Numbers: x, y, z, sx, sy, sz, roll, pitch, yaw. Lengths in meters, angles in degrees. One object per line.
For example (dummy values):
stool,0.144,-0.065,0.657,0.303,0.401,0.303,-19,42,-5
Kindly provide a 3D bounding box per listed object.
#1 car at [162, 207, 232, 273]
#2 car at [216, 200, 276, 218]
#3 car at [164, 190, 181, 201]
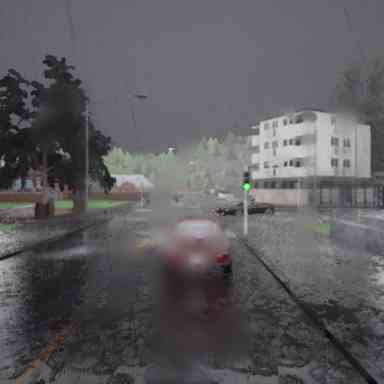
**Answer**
car,0.145,1.415,10.183,1.812,1.442,4.674,0,1,1
car,4.315,1.317,26.227,4.718,1.301,1.895,0,1,-29
car,-3.592,0.589,58.997,2.150,2.045,5.566,0,1,1
